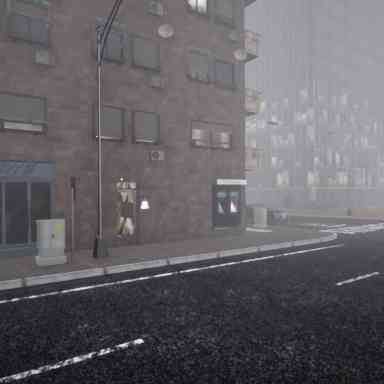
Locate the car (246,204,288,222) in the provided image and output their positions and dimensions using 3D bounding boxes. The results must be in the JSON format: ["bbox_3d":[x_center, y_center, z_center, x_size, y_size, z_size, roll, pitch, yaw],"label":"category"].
[{"bbox_3d":[6.186,1.798,29.467,2.128,1.511,4.902,-1,-1,-36],"label":"car"}]
